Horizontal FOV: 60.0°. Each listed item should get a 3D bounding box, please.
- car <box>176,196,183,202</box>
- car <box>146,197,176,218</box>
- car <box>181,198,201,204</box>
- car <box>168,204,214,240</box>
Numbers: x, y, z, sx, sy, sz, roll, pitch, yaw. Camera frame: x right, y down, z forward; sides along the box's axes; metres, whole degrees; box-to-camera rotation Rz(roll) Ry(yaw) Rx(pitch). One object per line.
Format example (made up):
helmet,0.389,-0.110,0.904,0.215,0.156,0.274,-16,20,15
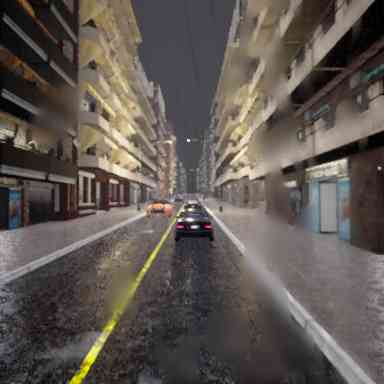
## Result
car,-2.731,1.485,72.144,1.994,1.385,4.181,0,0,0
car,-2.837,1.347,30.026,2.097,1.767,4.553,0,0,0
car,0.112,1.553,38.345,1.994,1.385,4.181,0,0,0
car,0.105,1.549,16.820,2.033,1.411,5.357,0,0,0
